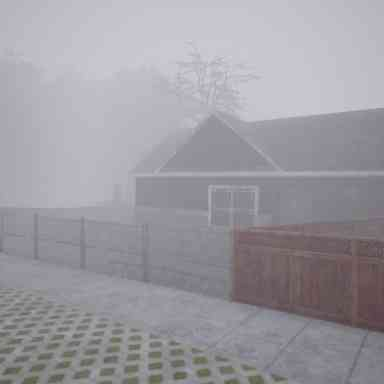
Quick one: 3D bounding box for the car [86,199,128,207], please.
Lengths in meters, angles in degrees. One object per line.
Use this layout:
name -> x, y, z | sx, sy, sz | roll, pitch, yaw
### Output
car -> -8.864, 1.472, 34.705 | 1.837, 1.490, 4.892 | 2, 2, 35
